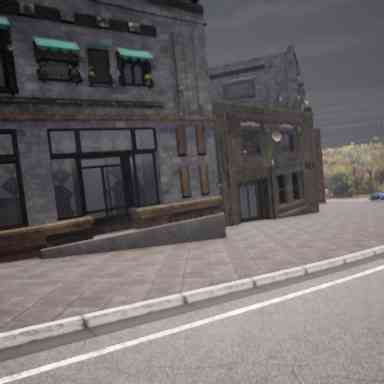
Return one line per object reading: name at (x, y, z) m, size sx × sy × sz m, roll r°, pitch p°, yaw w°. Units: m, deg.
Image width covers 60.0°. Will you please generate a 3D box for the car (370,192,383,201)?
car at (32.312, 0.773, 56.836) m, size 1.882 × 1.535 × 5.008 m, roll -5°, pitch -2°, yaw 3°
